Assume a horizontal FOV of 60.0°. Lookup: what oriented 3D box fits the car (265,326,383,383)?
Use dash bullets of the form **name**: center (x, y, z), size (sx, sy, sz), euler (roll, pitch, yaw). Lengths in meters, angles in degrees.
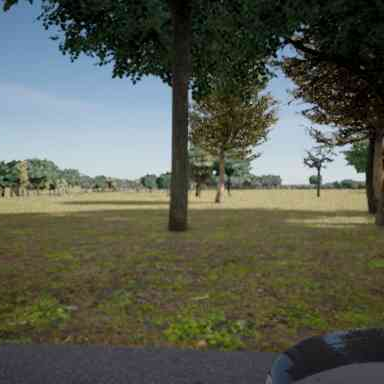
- **car**: center (2.979, 1.510, 2.281), size (4.892, 1.490, 1.837), euler (0, 0, 4)
